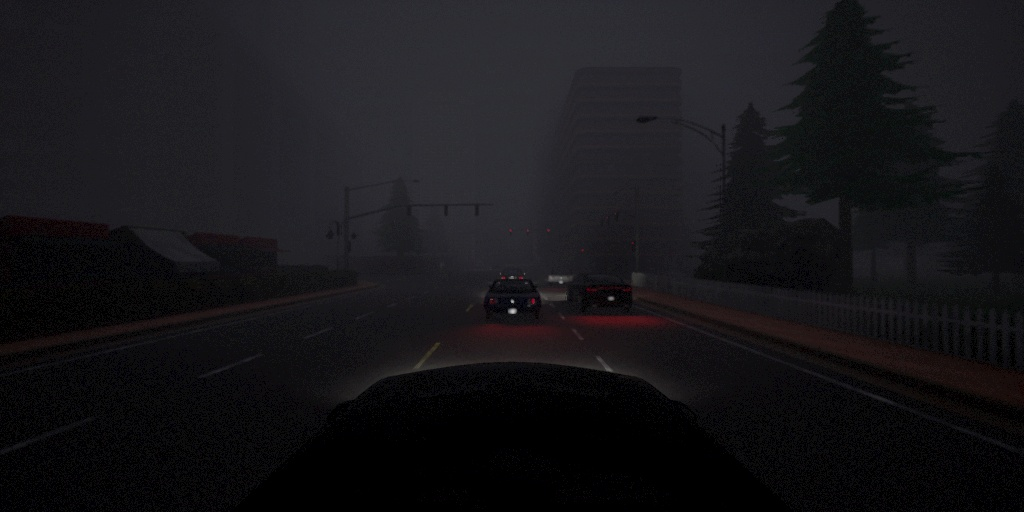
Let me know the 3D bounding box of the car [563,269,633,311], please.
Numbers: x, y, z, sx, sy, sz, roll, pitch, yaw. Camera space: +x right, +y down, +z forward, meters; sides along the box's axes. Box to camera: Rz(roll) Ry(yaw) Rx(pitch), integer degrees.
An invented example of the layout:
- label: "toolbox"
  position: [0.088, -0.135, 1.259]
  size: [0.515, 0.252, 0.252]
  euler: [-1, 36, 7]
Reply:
- label: "car"
  position: [3.553, 1.379, 15.244]
  size: [1.882, 1.535, 5.008]
  euler: [0, 0, 0]

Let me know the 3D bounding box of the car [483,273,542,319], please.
- label: "car"
  position: [0.039, 1.484, 13.535]
  size: [1.895, 1.301, 4.718]
  euler: [0, -1, 0]

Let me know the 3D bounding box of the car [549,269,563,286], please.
- label: "car"
  position: [4.023, 1.649, 28.455]
  size: [1.895, 1.301, 4.718]
  euler: [0, -1, 11]

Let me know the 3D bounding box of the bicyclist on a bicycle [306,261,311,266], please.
- label: "bicyclist on a bicycle"
  position: [-27.885, 1.529, 48.993]
  size: [0.582, 1.620, 1.656]
  euler: [0, 0, 0]

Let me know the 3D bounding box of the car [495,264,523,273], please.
- label: "car"
  position: [0.023, 1.582, 26.980]
  size: [2.033, 1.411, 5.357]
  euler: [0, -1, 0]
